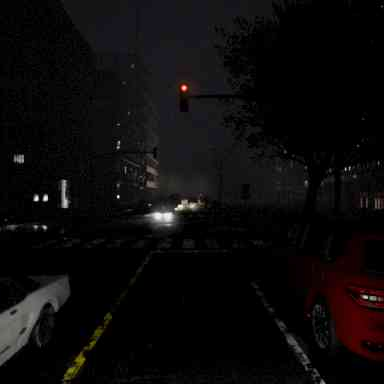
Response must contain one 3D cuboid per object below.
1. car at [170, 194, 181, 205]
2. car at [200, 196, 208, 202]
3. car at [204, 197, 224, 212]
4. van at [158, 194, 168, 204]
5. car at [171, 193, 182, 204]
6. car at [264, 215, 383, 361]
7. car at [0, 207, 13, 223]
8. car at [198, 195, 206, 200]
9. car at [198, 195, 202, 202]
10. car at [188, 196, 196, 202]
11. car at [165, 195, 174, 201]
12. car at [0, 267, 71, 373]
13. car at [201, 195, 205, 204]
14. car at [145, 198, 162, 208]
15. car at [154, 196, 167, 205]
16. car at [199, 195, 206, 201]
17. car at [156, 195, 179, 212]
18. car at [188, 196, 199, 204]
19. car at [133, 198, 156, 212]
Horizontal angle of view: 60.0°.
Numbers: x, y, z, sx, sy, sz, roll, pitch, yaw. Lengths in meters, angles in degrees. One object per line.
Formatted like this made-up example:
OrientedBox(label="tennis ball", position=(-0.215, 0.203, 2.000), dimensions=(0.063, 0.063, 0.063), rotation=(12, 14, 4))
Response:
OrientedBox(label="car", position=(-3.062, 1.500, 49.409), dimensions=(1.882, 1.535, 5.008), rotation=(0, 0, 0))
OrientedBox(label="car", position=(2.728, 1.583, 77.187), dimensions=(1.752, 1.417, 4.829), rotation=(0, 0, 0))
OrientedBox(label="car", position=(2.710, 1.556, 38.288), dimensions=(1.887, 1.381, 4.507), rotation=(0, 0, 0))
OrientedBox(label="van", position=(-5.657, 1.383, 65.957), dimensions=(1.690, 1.788, 3.998), rotation=(0, 0, 0))
OrientedBox(label="car", position=(-3.037, 1.256, 60.122), dimensions=(2.150, 2.045, 5.566), rotation=(0, 0, 0))
OrientedBox(label="car", position=(2.696, 1.315, 5.900), dimensions=(2.192, 1.841, 5.009), rotation=(0, 0, 0))
OrientedBox(label="car", position=(-14.029, 1.179, 21.299), dimensions=(4.553, 1.767, 2.097), rotation=(1, 0, 3))
OrientedBox(label="car", position=(2.736, 1.637, 93.615), dimensions=(2.008, 1.369, 4.403), rotation=(0, 0, 0))
OrientedBox(label="car", position=(2.723, 1.624, 65.951), dimensions=(1.802, 1.307, 4.206), rotation=(0, 0, 0))
OrientedBox(label="car", position=(0.040, 1.656, 79.369), dimensions=(1.895, 1.301, 4.718), rotation=(0, 0, 0))
OrientedBox(label="car", position=(-5.650, 1.506, 82.554), dimensions=(1.967, 1.590, 4.097), rotation=(0, 0, 0))
OrientedBox(label="car", position=(-3.029, 1.601, 3.458), dimensions=(1.895, 1.301, 4.718), rotation=(0, 0, 1))
OrientedBox(label="car", position=(2.715, 1.548, 49.524), dimensions=(1.752, 1.417, 4.829), rotation=(0, 0, 0))
OrientedBox(label="car", position=(-5.665, 1.573, 49.358), dimensions=(2.008, 1.369, 4.403), rotation=(0, 0, 0))
OrientedBox(label="car", position=(-5.660, 1.475, 60.424), dimensions=(1.967, 1.590, 4.097), rotation=(0, 0, 0))
OrientedBox(label="car", position=(2.733, 1.620, 88.083), dimensions=(1.887, 1.381, 4.507), rotation=(0, 0, 0))
OrientedBox(label="car", position=(-3.074, 1.504, 39.188), dimensions=(2.128, 1.511, 4.902), rotation=(0, 0, 2))
OrientedBox(label="car", position=(0.133, 1.607, 66.903), dimensions=(1.994, 1.385, 4.181), rotation=(0, 0, 0))
OrientedBox(label="car", position=(-5.670, 1.562, 38.292), dimensions=(2.008, 1.369, 4.403), rotation=(0, 0, 0))
